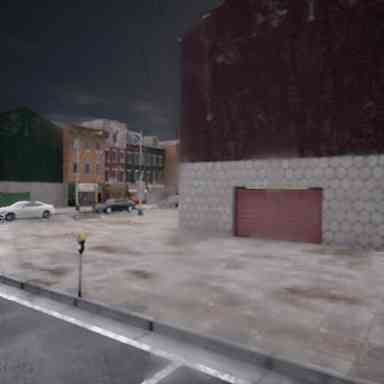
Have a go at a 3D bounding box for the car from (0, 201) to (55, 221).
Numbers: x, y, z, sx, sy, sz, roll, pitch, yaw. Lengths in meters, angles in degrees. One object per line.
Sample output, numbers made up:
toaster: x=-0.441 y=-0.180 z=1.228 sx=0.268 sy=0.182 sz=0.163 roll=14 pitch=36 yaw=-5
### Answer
car: x=-13.238 y=1.430 z=26.405 sx=1.812 sy=1.442 sz=4.674 roll=1 pitch=1 yaw=34

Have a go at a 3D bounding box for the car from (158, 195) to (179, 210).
car: x=-2.206 y=1.223 z=41.829 sx=2.097 sy=1.767 sz=4.553 roll=1 pitch=1 yaw=36

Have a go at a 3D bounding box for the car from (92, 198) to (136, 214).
car: x=-7.904 y=1.373 z=33.868 sx=1.837 sy=1.490 sz=4.892 roll=1 pitch=1 yaw=36
